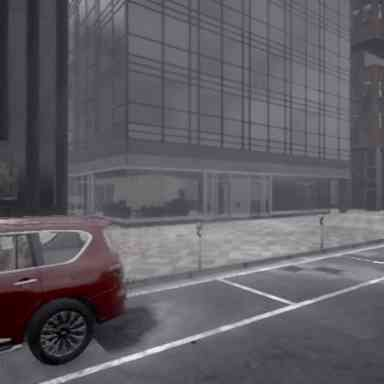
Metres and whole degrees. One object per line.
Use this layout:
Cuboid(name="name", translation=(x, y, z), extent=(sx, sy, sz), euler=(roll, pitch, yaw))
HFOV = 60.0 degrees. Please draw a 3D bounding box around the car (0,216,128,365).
Cuboid(name="car", translation=(-3.300, 1.315, 4.293), extent=(5.009, 1.841, 2.192), euler=(0, 0, -35))
